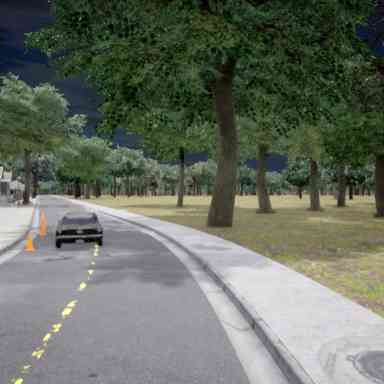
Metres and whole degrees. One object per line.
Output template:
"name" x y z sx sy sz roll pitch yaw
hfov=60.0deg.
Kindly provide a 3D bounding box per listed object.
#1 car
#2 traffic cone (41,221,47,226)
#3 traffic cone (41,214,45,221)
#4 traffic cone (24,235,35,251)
"car" -4.980 1.589 14.864 1.895 1.301 4.718 0 0 -18
"traffic cone" -7.762 1.936 17.325 0.340 0.580 0.340 0 0 -21
"traffic cone" -9.707 1.930 21.774 0.340 0.580 0.340 0 0 -25
"traffic cone" -6.244 1.942 12.810 0.340 0.580 0.340 0 0 -16
